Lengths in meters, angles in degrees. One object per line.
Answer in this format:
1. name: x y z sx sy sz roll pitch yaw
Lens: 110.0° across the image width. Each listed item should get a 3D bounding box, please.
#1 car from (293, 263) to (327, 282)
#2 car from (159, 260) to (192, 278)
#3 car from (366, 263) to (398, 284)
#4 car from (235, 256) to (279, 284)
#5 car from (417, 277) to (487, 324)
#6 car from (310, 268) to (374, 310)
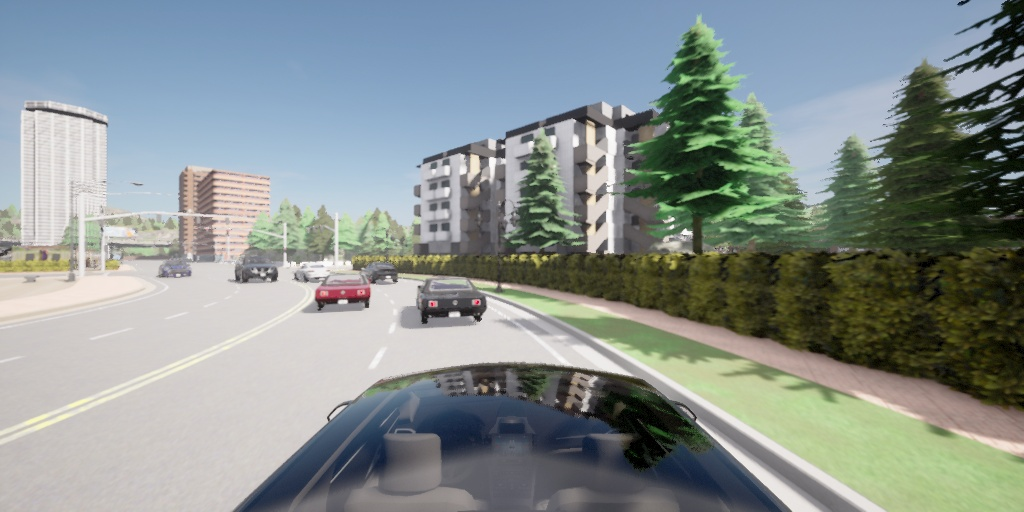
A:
1. car: -16.335 1.311 29.339 1.812 1.442 4.674 0 0 -43
2. car: -33.192 1.211 35.338 4.553 1.767 2.097 0 0 41
3. car: -10.332 1.278 27.728 1.837 1.490 4.892 0 0 -37
4. car: -20.003 1.014 28.003 2.150 2.045 5.566 0 0 -45
5. car: -2.237 1.356 12.196 1.895 1.301 4.718 0 0 -17
6. car: -6.906 1.366 14.997 1.895 1.301 4.718 0 0 -22
